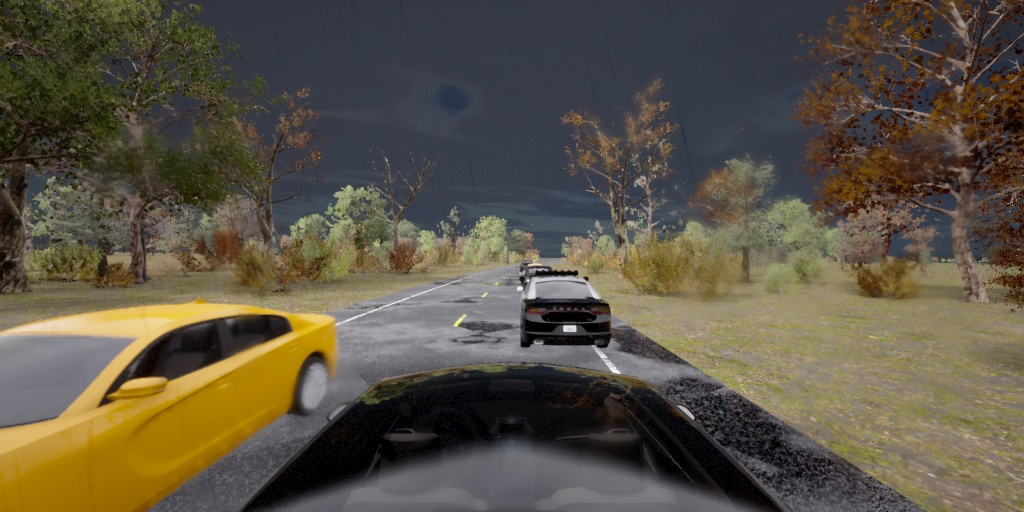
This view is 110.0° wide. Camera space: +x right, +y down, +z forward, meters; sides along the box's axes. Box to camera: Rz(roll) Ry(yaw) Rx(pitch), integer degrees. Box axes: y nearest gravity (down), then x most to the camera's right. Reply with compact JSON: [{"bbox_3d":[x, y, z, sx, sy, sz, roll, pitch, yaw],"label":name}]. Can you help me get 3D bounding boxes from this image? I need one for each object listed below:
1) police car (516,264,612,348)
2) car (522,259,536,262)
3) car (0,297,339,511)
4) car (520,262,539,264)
[{"bbox_3d":[1.150,1.177,9.387,1.930,1.638,5.238,0,0,1],"label":"police car"},{"bbox_3d":[1.679,1.218,25.387,1.801,1.575,5.366,0,0,3],"label":"car"},{"bbox_3d":[-3.453,1.228,3.132,1.882,1.535,5.008,0,0,1],"label":"car"},{"bbox_3d":[1.427,1.263,19.229,1.837,1.490,4.892,0,0,2],"label":"car"}]
